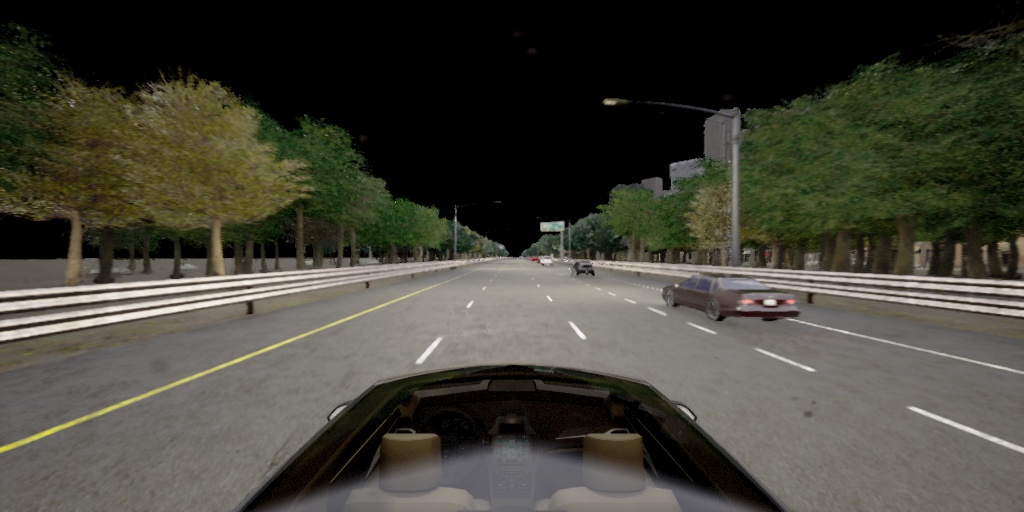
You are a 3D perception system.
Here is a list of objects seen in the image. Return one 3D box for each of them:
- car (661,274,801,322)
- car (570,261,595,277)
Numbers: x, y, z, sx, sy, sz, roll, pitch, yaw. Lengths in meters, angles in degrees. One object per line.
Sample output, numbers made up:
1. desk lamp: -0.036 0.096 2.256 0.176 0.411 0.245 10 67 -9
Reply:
1. car: 7.009 1.304 12.255 2.033 1.411 5.357 0 0 0
2. car: 7.074 1.287 36.268 1.837 1.490 4.892 0 0 0
